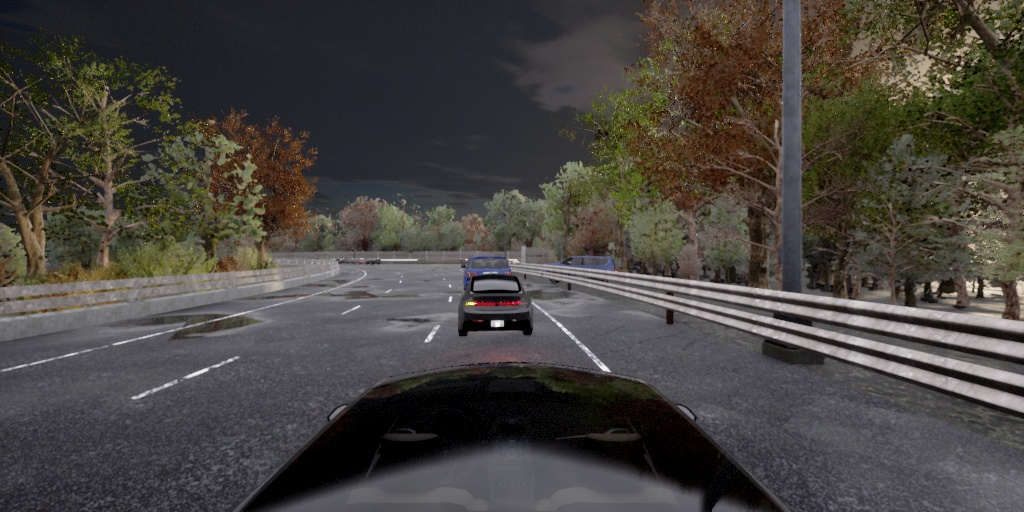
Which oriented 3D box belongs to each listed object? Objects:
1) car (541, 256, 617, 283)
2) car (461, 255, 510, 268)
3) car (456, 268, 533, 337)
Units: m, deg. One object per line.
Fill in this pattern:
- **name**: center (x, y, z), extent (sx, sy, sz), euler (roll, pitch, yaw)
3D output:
- **car**: center (4.869, 0.980, 26.162), extent (5.566, 2.045, 2.150), euler (3, 1, 3)
- **car**: center (-1.301, 0.973, 17.854), extent (2.150, 2.045, 5.566), euler (0, 0, -9)
- **car**: center (-0.537, 1.256, 10.385), extent (1.837, 1.490, 4.892), euler (0, 0, -5)
